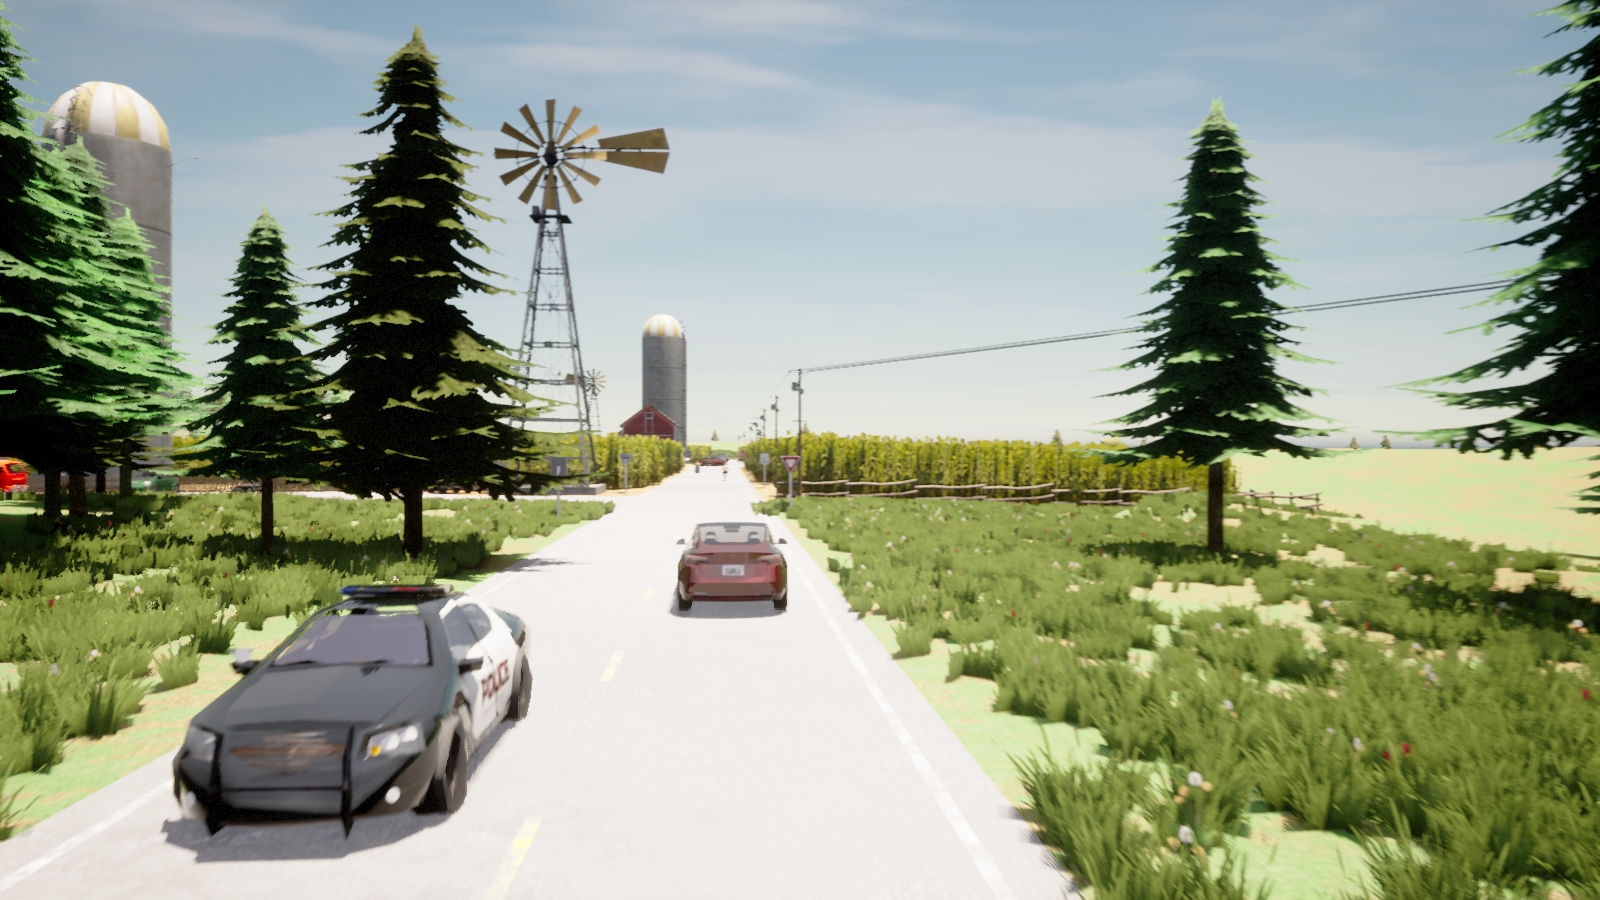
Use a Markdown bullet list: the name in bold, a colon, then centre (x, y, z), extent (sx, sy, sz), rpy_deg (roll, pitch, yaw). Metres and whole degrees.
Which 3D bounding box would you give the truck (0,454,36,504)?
- **truck**: centre (-42.330, 1.454, 58.079), extent (5.204, 2.467, 2.627), rpy_deg (0, 0, -3)

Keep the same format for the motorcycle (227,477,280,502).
- **motorcycle**: centre (-28.154, 2.047, 58.895), extent (2.356, 1.277, 0.764), rpy_deg (0, 0, -3)

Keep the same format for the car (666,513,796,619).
- **car**: centre (-1.305, 2.063, 21.483), extent (2.163, 1.488, 4.792), rpy_deg (0, 0, -4)

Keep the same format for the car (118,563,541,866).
- **car**: centre (-3.753, 2.040, 10.267), extent (2.038, 1.542, 4.974), rpy_deg (0, 0, -4)
